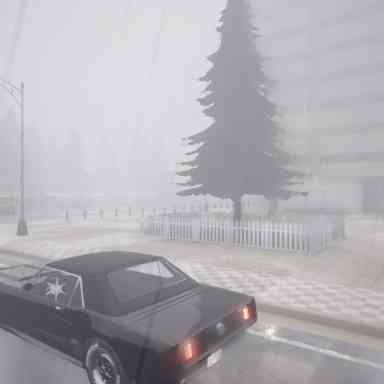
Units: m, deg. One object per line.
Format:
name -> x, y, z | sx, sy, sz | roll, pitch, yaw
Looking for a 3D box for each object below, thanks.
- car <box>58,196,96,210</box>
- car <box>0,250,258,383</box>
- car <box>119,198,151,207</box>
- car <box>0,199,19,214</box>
car -> -14.505, 1.346, 42.068 | 2.097, 1.767, 4.553 | 0, 0, 36
car -> -1.538, 1.600, 5.108 | 4.718, 1.301, 1.895 | 0, 0, 36
car -> -8.490, 1.542, 50.392 | 2.033, 1.411, 5.357 | 0, 0, 36
car -> -20.406, 1.472, 33.896 | 1.882, 1.535, 5.008 | 0, 0, 36
